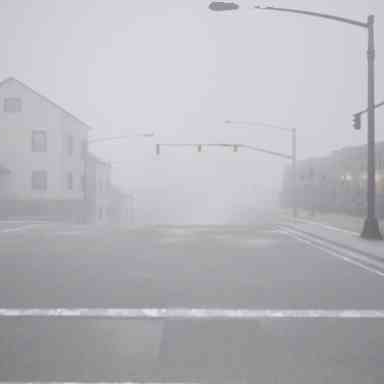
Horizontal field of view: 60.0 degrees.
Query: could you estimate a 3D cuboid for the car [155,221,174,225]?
[{"bbox_3d":[-3.513,4.178,37.146,2.033,1.411,5.357,-1,-13,0],"label":"car"}]
